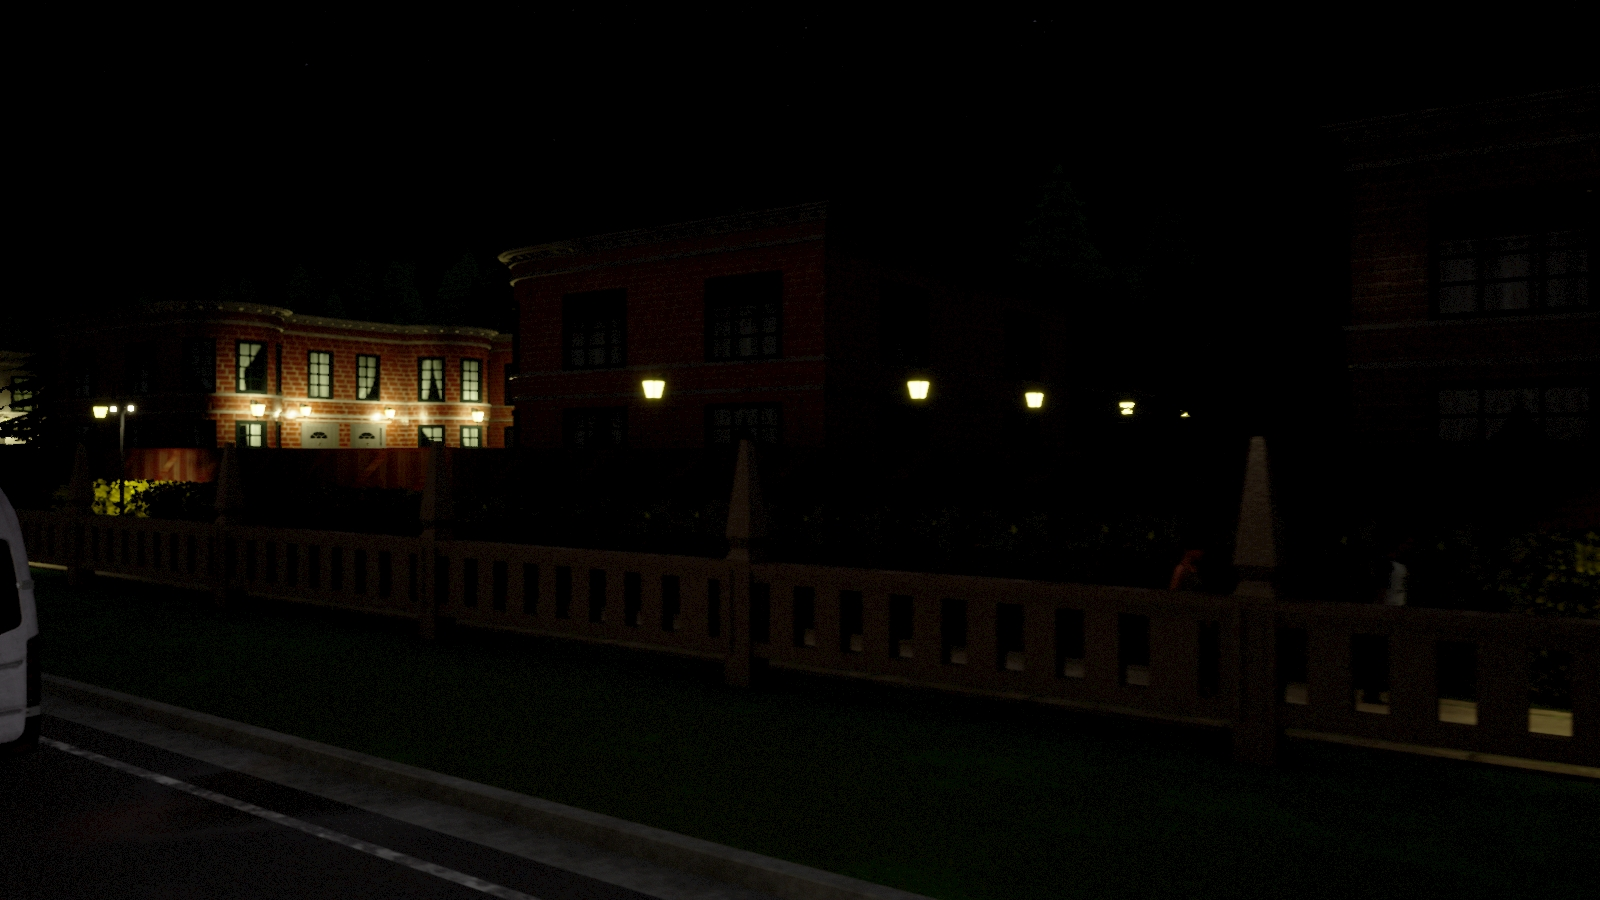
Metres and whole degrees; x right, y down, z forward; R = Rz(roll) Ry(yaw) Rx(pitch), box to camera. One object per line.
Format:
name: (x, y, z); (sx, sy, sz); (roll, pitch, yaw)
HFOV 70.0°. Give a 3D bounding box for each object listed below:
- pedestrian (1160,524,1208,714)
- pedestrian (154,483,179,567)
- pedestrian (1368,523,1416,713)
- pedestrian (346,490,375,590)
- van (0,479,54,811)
pedestrian: (3.906, 1.696, 11.609); (0.375, 1.860, 0.375); (0, 0, 35)
pedestrian: (-14.408, 1.698, 25.994); (0.375, 1.860, 0.375); (0, 0, 36)
pedestrian: (6.041, 1.696, 11.655); (0.375, 1.860, 0.375); (0, 0, 38)
pedestrian: (-8.330, 1.697, 21.653); (0.375, 1.860, 0.375); (0, 0, 36)
van: (-9.004, 1.535, 10.086); (5.915, 2.561, 1.988); (0, 0, 35)
